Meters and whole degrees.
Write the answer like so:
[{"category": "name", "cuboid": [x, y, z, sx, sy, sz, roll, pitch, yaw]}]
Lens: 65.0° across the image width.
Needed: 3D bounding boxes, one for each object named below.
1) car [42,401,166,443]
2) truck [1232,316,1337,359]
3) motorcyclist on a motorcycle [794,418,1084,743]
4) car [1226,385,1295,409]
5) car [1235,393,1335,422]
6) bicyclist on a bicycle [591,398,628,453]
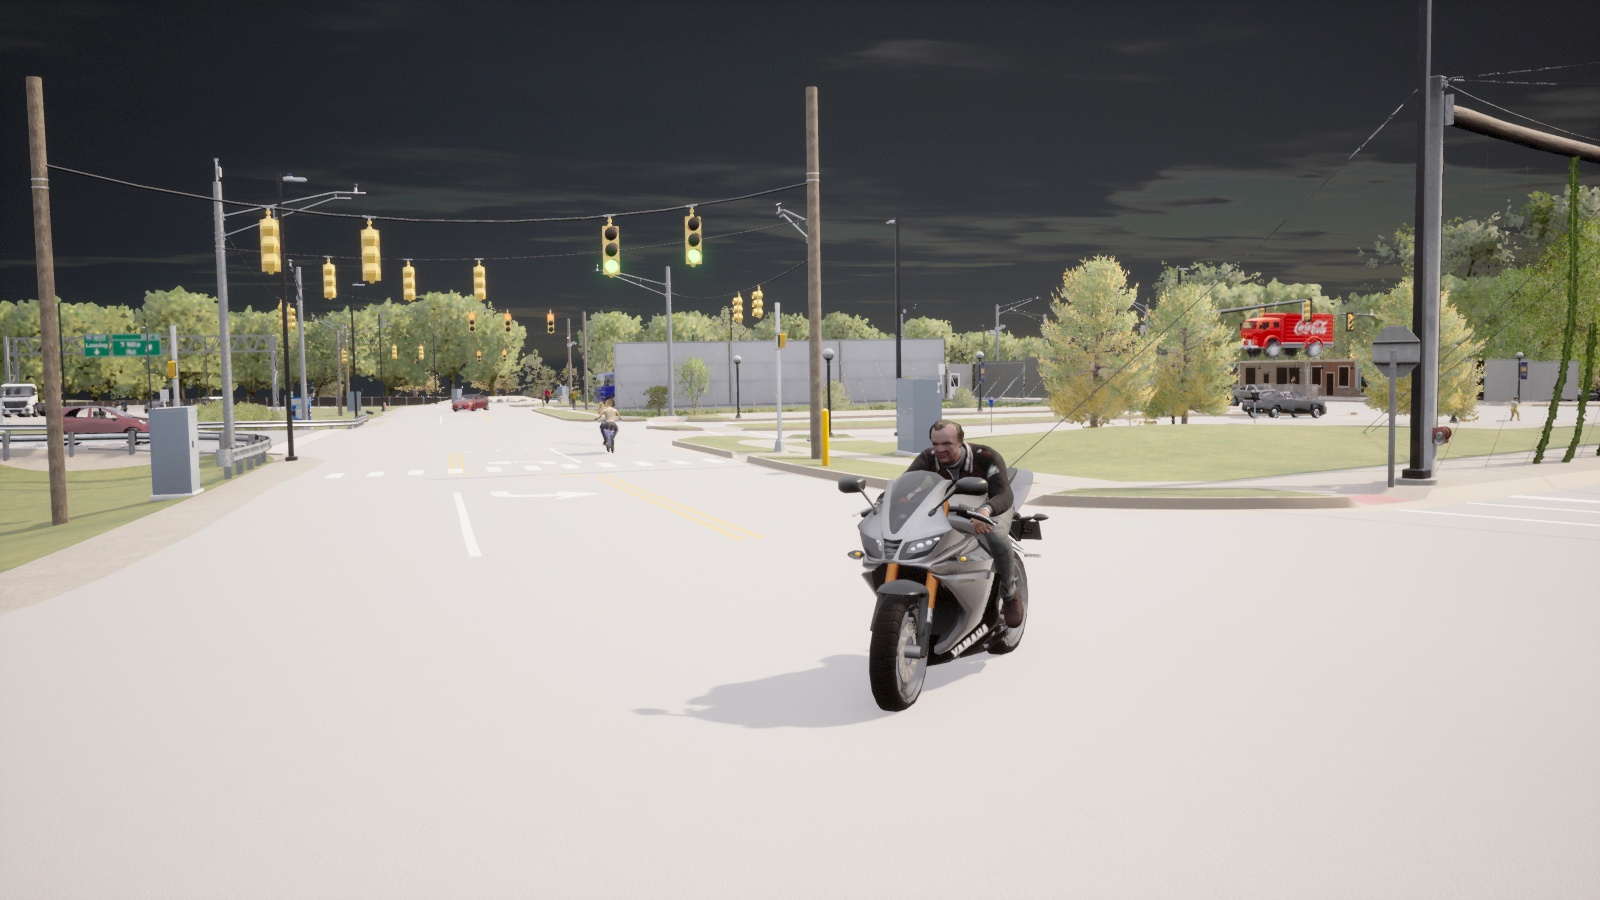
[{"category": "car", "cuboid": [-26.090, -1.087, 47.177, 3.633, 1.501, 1.845, -1, 3, -11]}, {"category": "truck", "cuboid": [28.978, -6.727, 75.115, 5.204, 2.467, 2.627, -1, 6, -15]}, {"category": "motorcyclist on a motorcycle", "cuboid": [0.893, 0.607, 7.232, 0.866, 1.530, 2.191, 0, 3, 29]}, {"category": "car", "cuboid": [33.301, -3.853, 91.039, 2.152, 1.651, 5.027, -2, 4, -15]}, {"category": "car", "cuboid": [26.525, -2.331, 68.687, 4.902, 1.511, 2.128, -1, 3, -20]}, {"category": "bicyclist on a bicycle", "cuboid": [-5.783, -0.754, 38.036, 0.866, 1.612, 1.509, -2, 3, -17]}]
